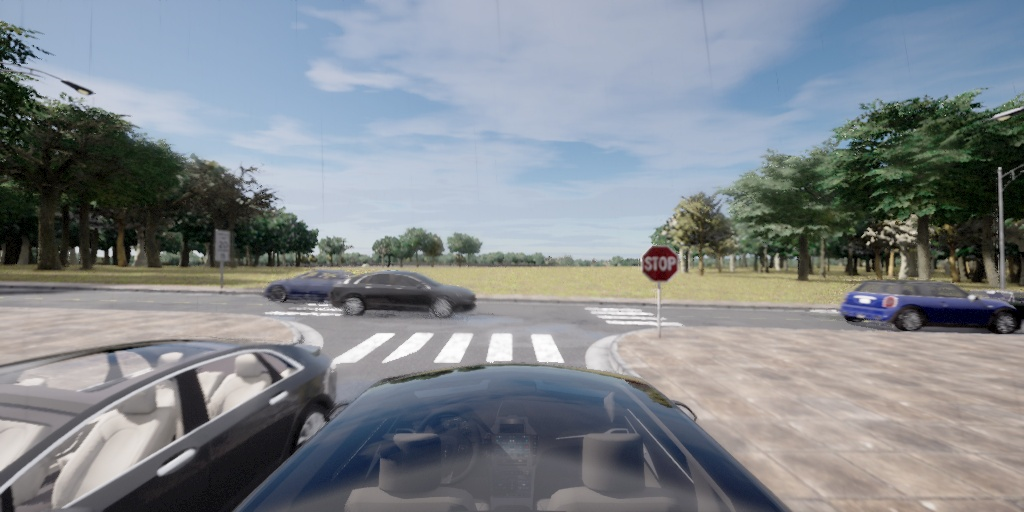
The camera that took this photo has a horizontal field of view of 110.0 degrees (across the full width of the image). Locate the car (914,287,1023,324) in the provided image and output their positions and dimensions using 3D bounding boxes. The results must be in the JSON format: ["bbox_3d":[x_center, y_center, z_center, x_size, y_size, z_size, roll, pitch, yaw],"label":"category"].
[{"bbox_3d":[20.745,2.131,15.445,4.718,1.301,1.895,2,-1,0],"label":"car"}]

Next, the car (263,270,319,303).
[{"bbox_3d":[-8.173,1.278,15.424,4.181,1.385,1.994,2,-1,0],"label":"car"}]

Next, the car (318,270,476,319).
[{"bbox_3d":[-3.707,1.285,12.477,4.892,1.490,1.837,1,-1,0],"label":"car"}]

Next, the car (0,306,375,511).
[{"bbox_3d":[-2.636,1.304,2.011,2.007,1.370,4.403,0,0,0],"label":"car"}]

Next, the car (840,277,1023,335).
[{"bbox_3d":[14.402,1.641,12.496,4.553,1.767,2.097,2,-1,0],"label":"car"}]
